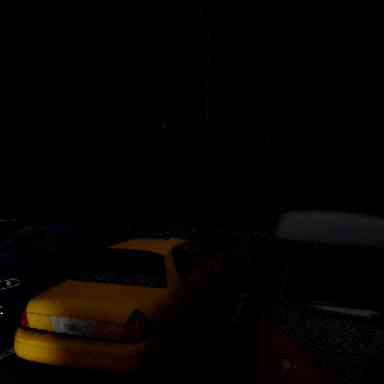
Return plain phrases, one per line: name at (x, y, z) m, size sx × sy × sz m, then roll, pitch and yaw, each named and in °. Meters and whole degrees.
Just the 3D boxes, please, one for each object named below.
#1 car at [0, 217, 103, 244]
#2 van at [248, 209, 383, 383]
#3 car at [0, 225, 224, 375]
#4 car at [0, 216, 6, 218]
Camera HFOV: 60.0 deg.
car at (-3.109, 1.430, 7.615) m, size 2.097 × 1.535 × 5.008 m, roll 1°, pitch 0°, yaw 15°
van at (1.780, 1.250, 4.014) m, size 1.878 × 1.987 × 4.442 m, roll 1°, pitch 0°, yaw 15°
car at (-0.609, 1.453, 6.051) m, size 1.946 × 1.575 × 5.366 m, roll 0°, pitch 0°, yaw 15°
car at (-5.596, 1.408, 9.327) m, size 2.231 × 1.521 × 4.892 m, roll 0°, pitch 0°, yaw 15°
